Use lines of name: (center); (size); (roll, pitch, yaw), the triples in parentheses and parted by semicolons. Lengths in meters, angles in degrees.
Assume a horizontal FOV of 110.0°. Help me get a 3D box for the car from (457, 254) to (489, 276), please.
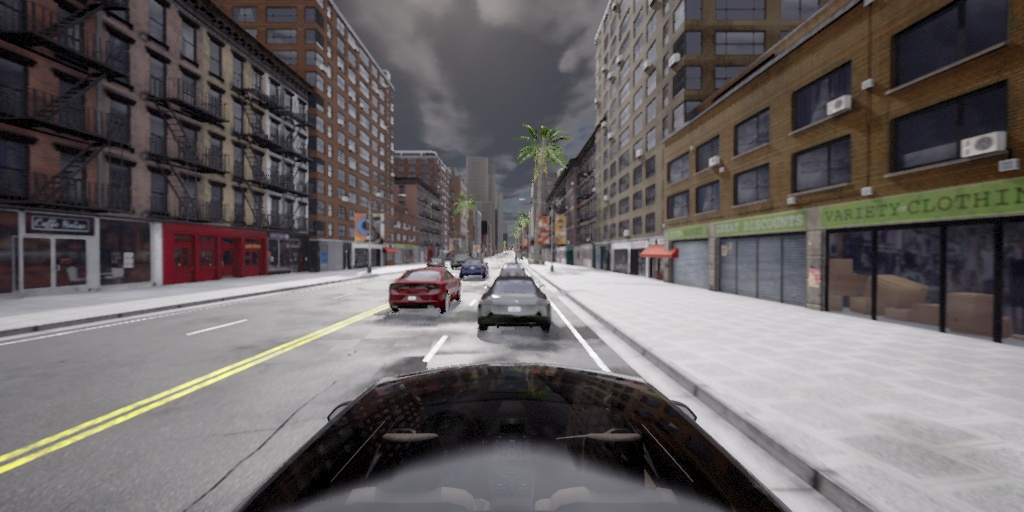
car: (-3.168, 0.960, 31.010); (2.097, 1.767, 4.553); (0, 0, 0)

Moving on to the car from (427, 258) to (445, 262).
car: (-9.840, 1.032, 46.588); (1.837, 1.490, 4.892); (0, 0, 0)

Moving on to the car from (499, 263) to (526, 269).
car: (0.062, 1.185, 25.852); (2.033, 1.411, 5.357); (0, 0, 0)

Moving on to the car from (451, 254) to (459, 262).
car: (-6.592, 0.748, 46.971); (2.150, 2.045, 5.566); (0, 0, 0)

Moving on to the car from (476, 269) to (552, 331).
car: (0.068, 1.275, 10.889); (1.994, 1.385, 4.181); (0, 0, 0)

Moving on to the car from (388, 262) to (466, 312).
car: (-3.169, 1.175, 13.882); (1.882, 1.535, 5.008); (0, 0, 0)
